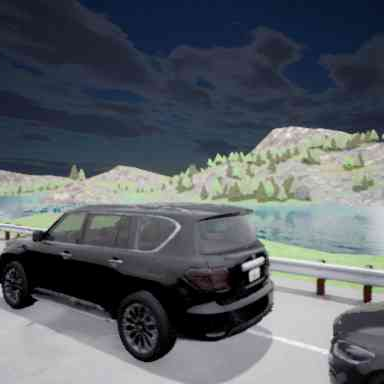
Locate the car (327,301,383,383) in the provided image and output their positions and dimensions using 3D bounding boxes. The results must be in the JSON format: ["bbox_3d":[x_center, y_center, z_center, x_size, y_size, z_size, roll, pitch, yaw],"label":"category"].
[{"bbox_3d":[3.576,1.533,2.607,4.674,1.442,1.812,0,0,36],"label":"car"}]

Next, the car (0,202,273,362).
[{"bbox_3d":[-1.331,1.207,6.110,5.566,2.045,2.150,0,0,36],"label":"car"}]
